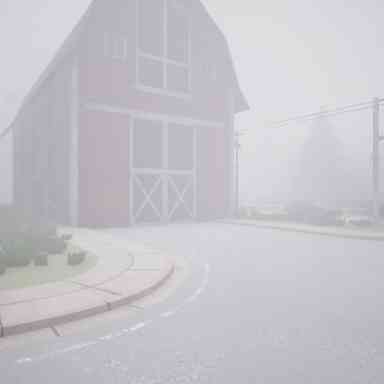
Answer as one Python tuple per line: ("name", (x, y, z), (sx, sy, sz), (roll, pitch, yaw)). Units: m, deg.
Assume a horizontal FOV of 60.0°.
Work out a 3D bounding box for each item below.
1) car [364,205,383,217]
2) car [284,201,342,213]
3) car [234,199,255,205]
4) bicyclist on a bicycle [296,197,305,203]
("car", (17.110, 1.553, 28.154), (1.812, 1.442, 4.674), (0, 0, -35))
("car", (10.930, 1.574, 30.599), (2.033, 1.411, 5.357), (0, 0, -35))
("car", (5.498, 1.552, 38.480), (1.812, 1.442, 4.674), (0, 0, -34))
("bicyclist on a bicycle", (13.252, 1.322, 40.222), (1.656, 1.620, 0.582), (46, -25, -24))
